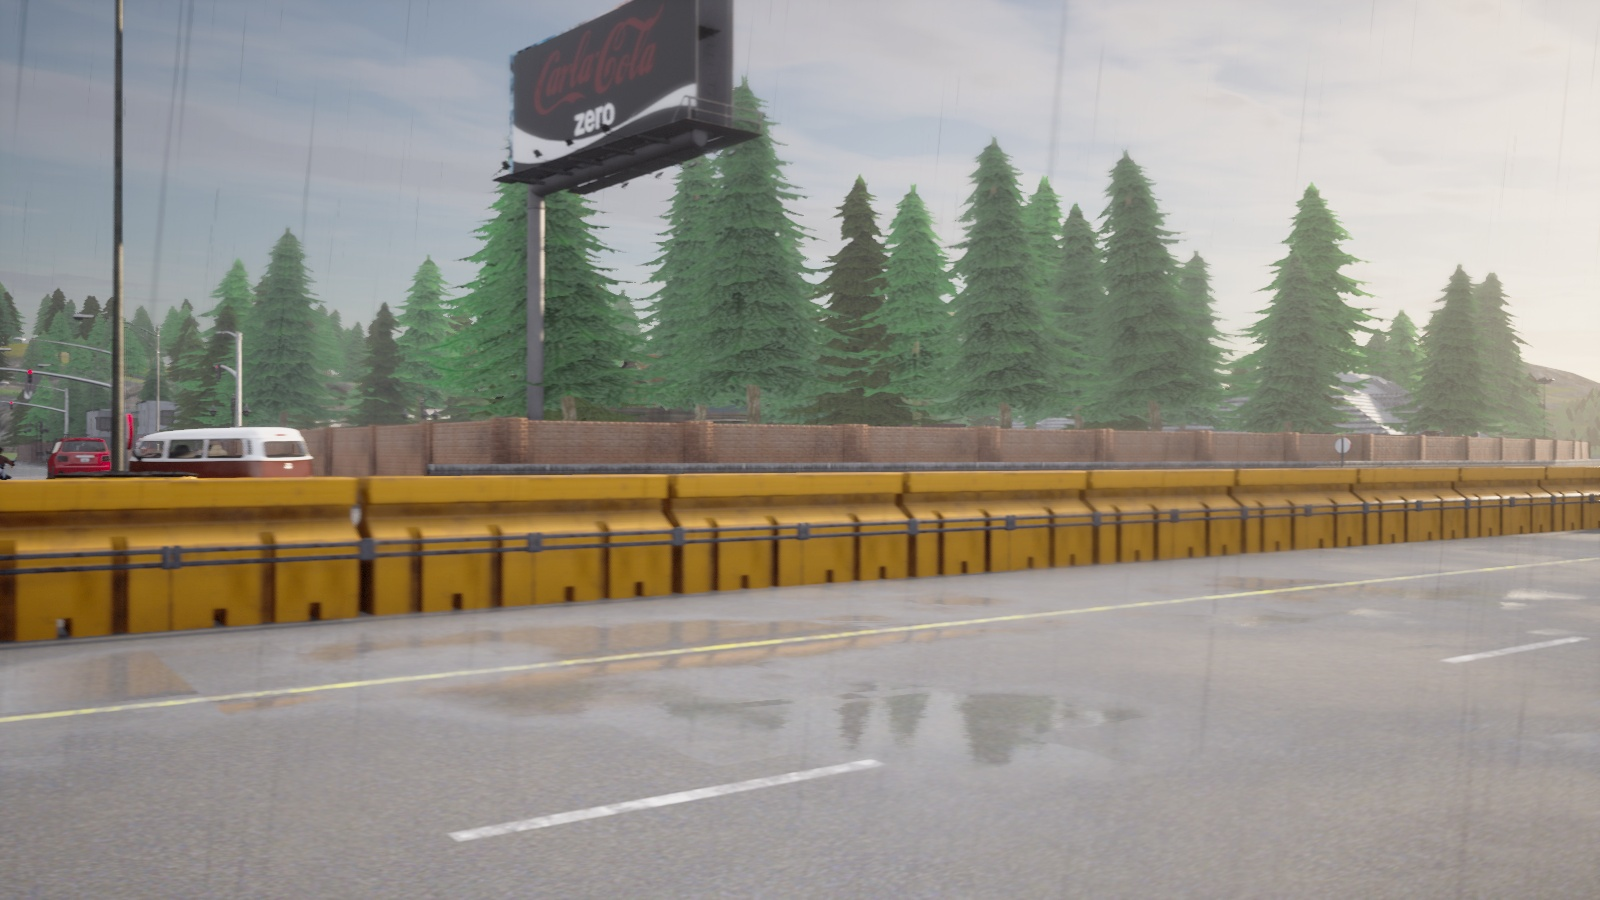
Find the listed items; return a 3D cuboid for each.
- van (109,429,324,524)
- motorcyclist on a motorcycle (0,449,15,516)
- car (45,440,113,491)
[{"bbox_3d":[-13.371,0.566,28.749,4.480,2.038,2.069,0,1,26],"label":"van"},{"bbox_3d":[-20.523,0.797,32.022,0.766,1.649,2.350,0,0,-34],"label":"motorcyclist on a motorcycle"},{"bbox_3d":[-30.839,0.641,53.609,2.150,2.045,5.566,0,0,-34],"label":"car"}]
